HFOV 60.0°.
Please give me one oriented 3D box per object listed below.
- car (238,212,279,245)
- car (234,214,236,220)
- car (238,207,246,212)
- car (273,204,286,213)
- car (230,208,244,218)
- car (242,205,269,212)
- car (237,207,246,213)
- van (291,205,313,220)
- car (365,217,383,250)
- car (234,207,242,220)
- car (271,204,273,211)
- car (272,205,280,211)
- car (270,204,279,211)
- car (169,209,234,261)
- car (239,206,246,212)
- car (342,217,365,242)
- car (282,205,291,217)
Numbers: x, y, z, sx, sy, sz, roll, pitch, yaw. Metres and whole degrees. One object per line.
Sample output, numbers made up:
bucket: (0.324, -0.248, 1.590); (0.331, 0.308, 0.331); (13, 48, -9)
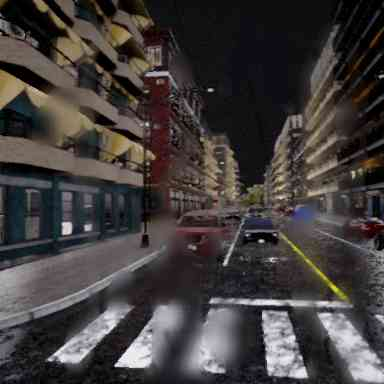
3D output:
car: (3.870, 2.125, 19.087); (2.033, 1.411, 5.357); (-2, -2, 10)
car: (1.422, 2.206, 20.039); (1.887, 1.381, 4.507); (-1, -2, 10)
car: (12.073, 4.231, 80.354); (1.802, 1.307, 4.206); (-1, -2, 10)
car: (18.378, 3.381, 67.908); (2.192, 1.841, 5.009); (-1, -2, 10)
car: (7.231, 3.311, 52.938); (1.947, 1.339, 4.313); (-1, -2, 10)
car: (6.753, 2.465, 35.337); (2.097, 1.767, 4.553); (-2, -2, 10)
car: (11.104, 4.013, 74.872); (1.887, 1.381, 4.507); (-1, -2, 10)
van: (13.537, 2.504, 40.491); (1.690, 1.788, 3.998); (-1, -2, 10)
car: (8.698, 1.826, 13.066); (1.947, 1.339, 4.313); (-1, -2, 10)
car: (5.295, 2.949, 41.971); (1.947, 1.339, 4.313); (-1, -2, 10)
car: (19.347, 3.562, 73.390); (2.192, 1.841, 5.009); (-1, -2, 10)
car: (21.314, 4.140, 84.517); (1.752, 1.417, 4.829); (-1, -2, 10)
car: (22.252, 4.106, 89.841); (2.192, 1.841, 5.009); (-1, -2, 10)
car: (0.453, 1.796, 14.563); (2.192, 1.841, 5.009); (-1, -2, 10)
car: (13.041, 4.412, 85.837); (1.802, 1.307, 4.206); (-1, -2, 10)
car: (9.666, 2.022, 18.548); (1.802, 1.307, 4.206); (-1, -2, 10)
car: (15.475, 3.068, 51.450); (1.887, 1.381, 4.507); (-1, -2, 10)
